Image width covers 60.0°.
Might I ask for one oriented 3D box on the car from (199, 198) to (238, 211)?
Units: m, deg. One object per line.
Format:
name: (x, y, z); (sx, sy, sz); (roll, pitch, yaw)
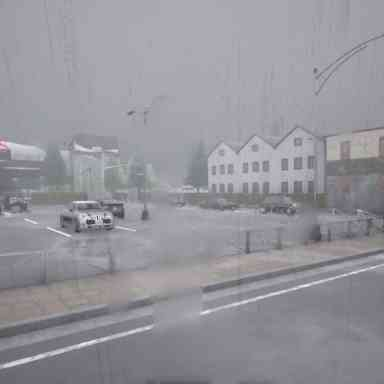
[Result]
car: (2.925, 1.371, 38.366); (2.033, 1.411, 5.357); (0, 0, -36)

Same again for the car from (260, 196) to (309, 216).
car: (8.460, 1.176, 30.600); (2.097, 1.767, 4.553); (0, 0, -35)

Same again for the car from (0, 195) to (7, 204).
car: (-39.497, 1.495, 65.893); (4.611, 1.667, 2.242); (0, 0, -36)

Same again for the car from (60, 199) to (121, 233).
car: (-5.620, 1.248, 17.672); (1.970, 1.475, 3.806); (0, 0, -36)

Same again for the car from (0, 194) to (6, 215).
car: (-18.223, 1.113, 29.628); (1.932, 1.855, 4.605); (0, 0, -36)

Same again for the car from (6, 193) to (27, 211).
car: (-20.135, 1.092, 37.938); (1.905, 1.878, 3.866); (0, 0, -36)

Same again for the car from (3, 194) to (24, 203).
car: (-39.270, 1.328, 73.021); (3.866, 1.878, 1.905); (0, 0, -36)

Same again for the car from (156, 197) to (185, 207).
car: (-3.078, 1.371, 46.860); (2.033, 1.411, 5.357); (0, 0, -35)

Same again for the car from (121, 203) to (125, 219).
car: (-6.749, 1.313, 25.535); (2.007, 1.523, 4.514); (0, 0, -36)
